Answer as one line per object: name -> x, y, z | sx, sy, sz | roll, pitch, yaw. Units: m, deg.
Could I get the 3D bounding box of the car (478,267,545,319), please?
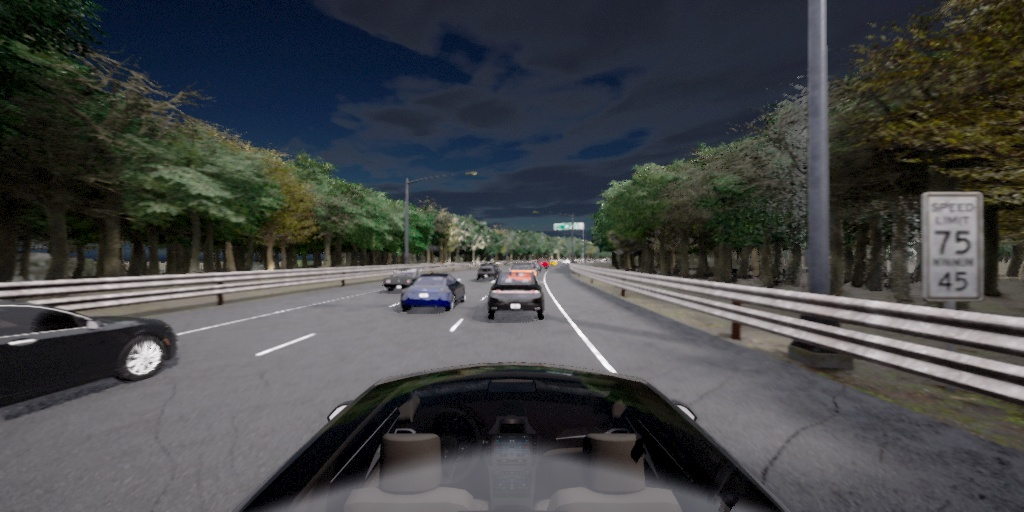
car -> 0.182, 1.334, 13.332 | 2.128, 1.511, 4.902 | 0, 0, 2

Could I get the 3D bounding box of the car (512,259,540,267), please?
car -> 0.790, 1.298, 26.445 | 2.097, 1.767, 4.553 | 0, 0, 4

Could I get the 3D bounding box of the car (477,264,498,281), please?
car -> -2.092, 1.501, 33.577 | 1.837, 1.490, 4.892 | 0, 0, 4

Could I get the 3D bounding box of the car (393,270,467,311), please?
car -> -3.140, 1.412, 15.034 | 1.994, 1.385, 4.181 | 0, 0, 2

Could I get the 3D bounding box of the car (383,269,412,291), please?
car -> -6.329, 1.502, 22.673 | 1.895, 1.301, 4.718 | 0, 0, 3

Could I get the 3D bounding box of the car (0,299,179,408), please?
car -> -6.859, 1.261, 4.350 | 1.837, 1.490, 4.892 | 0, 0, 0

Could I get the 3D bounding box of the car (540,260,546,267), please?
car -> 3.676, 1.715, 55.588 | 2.033, 1.411, 5.357 | 0, 0, 8
